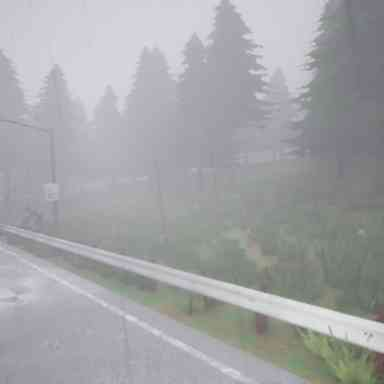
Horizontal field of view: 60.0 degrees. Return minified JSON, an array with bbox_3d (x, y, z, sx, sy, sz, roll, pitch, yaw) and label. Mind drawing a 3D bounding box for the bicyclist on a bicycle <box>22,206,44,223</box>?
[{"bbox_3d":[-7.869,1.489,16.603,1.656,1.620,0.582,-15,8,-39],"label":"bicyclist on a bicycle"}]
